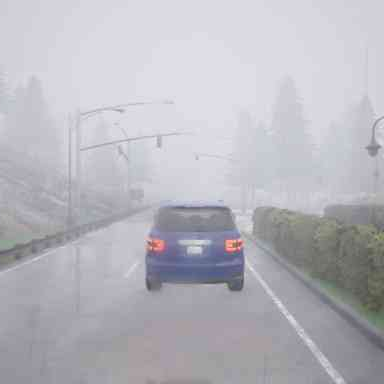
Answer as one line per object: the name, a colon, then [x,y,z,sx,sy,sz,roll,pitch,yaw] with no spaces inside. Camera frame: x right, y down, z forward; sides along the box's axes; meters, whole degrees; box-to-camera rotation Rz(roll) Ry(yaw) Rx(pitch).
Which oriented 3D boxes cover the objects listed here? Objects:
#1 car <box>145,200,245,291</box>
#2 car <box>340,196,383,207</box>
car: [0.074,1.221,9.144,2.150,2.045,5.566,0,0,0]
car: [16.140,1.384,30.761,5.566,2.045,2.150,0,0,0]
